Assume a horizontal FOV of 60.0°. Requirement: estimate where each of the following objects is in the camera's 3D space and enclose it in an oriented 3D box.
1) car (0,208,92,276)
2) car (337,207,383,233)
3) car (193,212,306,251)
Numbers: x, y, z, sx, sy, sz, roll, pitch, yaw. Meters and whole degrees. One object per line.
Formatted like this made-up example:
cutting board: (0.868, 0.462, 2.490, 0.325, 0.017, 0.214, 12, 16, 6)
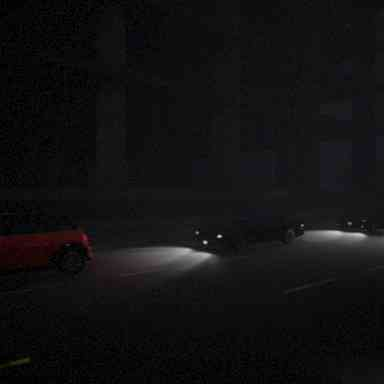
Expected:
car: (-5.151, 1.352, 8.902, 4.553, 1.767, 2.097, 0, 0, -35)
car: (10.645, 1.617, 20.149, 4.181, 1.385, 1.994, 0, 0, -35)
car: (2.682, 1.574, 14.486, 5.357, 1.411, 2.033, 0, 0, -36)
